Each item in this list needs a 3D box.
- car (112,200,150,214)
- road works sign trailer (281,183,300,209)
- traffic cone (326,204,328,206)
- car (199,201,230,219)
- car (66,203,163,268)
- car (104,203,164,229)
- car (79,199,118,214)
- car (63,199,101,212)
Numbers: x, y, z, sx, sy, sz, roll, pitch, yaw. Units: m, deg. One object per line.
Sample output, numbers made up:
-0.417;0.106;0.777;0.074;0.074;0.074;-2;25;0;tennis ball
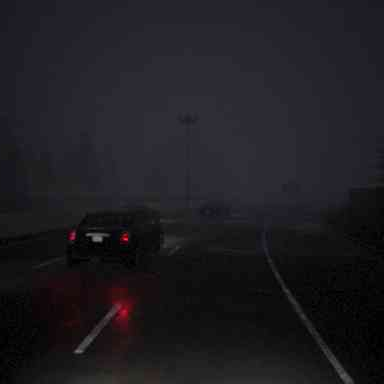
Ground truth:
-6.669;1.608;36.913;1.895;1.301;4.718;0;0;22;car
14.101;0.576;47.084;2.380;3.560;2.880;0;0;36;road works sign trailer
22.984;2.116;56.688;0.340;0.580;0.340;0;0;36;traffic cone
2.114;1.517;29.864;1.882;1.535;5.008;0;0;19;car
-2.392;1.353;11.503;2.097;1.767;4.553;0;0;7;car
-3.759;1.553;22.922;2.033;1.411;5.357;0;0;15;car
-10.323;1.554;36.997;1.994;1.385;4.181;0;0;21;car
-13.046;1.544;39.648;1.994;1.385;4.181;0;0;22;car
